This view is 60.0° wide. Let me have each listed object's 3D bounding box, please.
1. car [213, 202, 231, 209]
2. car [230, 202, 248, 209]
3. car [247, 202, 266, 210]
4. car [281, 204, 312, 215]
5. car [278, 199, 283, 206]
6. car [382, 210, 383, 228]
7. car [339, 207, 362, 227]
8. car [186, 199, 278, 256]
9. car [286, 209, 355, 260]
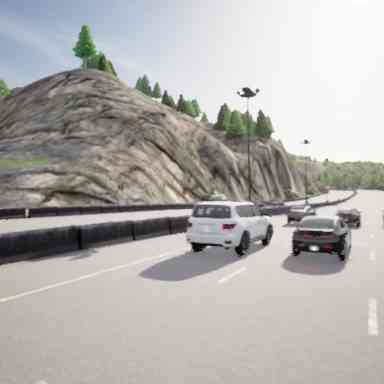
[{"bbox_3d":[6.092,2.670,66.449,1.895,1.301,4.718,0,-1,29],"label":"car"},{"bbox_3d":[9.183,2.653,64.823,1.895,1.301,4.718,0,-1,29],"label":"car"},{"bbox_3d":[12.288,2.583,63.217,2.033,1.411,5.357,0,-1,29],"label":"car"},{"bbox_3d":[9.394,1.937,28.358,2.128,1.511,4.902,0,-1,29],"label":"car"},{"bbox_3d":[15.354,2.239,61.557,2.150,2.045,5.566,0,-1,29],"label":"car"},{"bbox_3d":[15.487,1.757,24.912,2.097,1.767,4.553,0,-1,29],"label":"car"},{"bbox_3d":[12.667,1.958,27.042,1.812,1.442,4.674,0,-1,29],"label":"car"},{"bbox_3d":[1.802,1.411,14.343,2.150,2.045,5.566,0,-1,29],"label":"car"},{"bbox_3d":[5.328,1.690,13.482,1.837,1.490,4.892,0,-1,29],"label":"car"}]
